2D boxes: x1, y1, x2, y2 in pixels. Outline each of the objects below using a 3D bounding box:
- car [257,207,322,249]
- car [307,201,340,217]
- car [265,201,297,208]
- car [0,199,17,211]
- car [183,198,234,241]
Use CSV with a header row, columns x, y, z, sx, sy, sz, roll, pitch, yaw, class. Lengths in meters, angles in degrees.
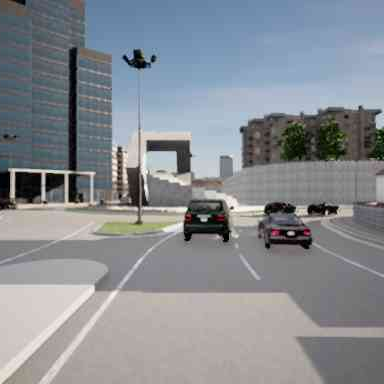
x,y,z,sx,sy,sz,roll,pitch,yaw,class
4.095,1.655,15.252,2.033,1.411,5.357,0,0,7,car
13.800,1.736,34.750,4.902,1.511,2.128,0,-1,-45,car
9.507,1.753,35.319,1.837,1.490,4.892,-1,-1,44,car
-26.692,1.831,47.196,4.892,1.490,1.837,0,-1,39,car
0.982,1.346,17.565,2.150,2.045,5.566,0,0,10,car
